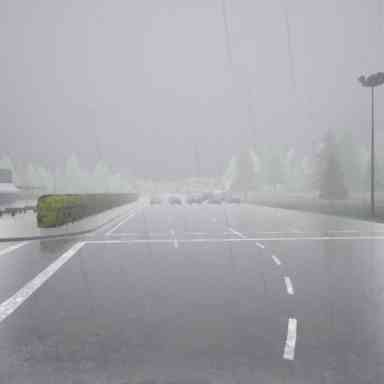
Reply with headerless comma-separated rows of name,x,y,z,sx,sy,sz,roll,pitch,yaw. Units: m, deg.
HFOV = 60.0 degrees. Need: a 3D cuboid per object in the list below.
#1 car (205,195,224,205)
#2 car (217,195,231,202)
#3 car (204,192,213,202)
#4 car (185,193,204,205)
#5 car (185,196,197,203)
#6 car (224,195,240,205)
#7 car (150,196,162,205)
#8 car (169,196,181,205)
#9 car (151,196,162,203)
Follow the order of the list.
car,4.004,1.601,60.113,1.895,1.301,4.718,0,0,-5
car,6.638,1.357,69.943,2.128,1.511,4.902,0,0,-5
car,3.149,1.057,69.661,2.150,2.045,5.566,0,0,-5
car,0.486,1.352,60.156,2.097,1.767,4.553,0,0,-5
car,-0.334,1.547,69.319,2.033,1.411,5.357,0,0,-5
car,7.455,1.504,60.810,1.837,1.490,4.892,0,0,-5
car,-6.560,1.564,60.359,1.994,1.385,4.181,0,0,-5
car,-3.006,1.601,59.904,1.895,1.301,4.718,0,0,-5
car,-7.306,1.564,68.696,1.994,1.385,4.181,0,0,-5
